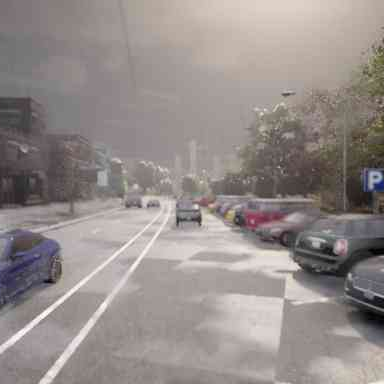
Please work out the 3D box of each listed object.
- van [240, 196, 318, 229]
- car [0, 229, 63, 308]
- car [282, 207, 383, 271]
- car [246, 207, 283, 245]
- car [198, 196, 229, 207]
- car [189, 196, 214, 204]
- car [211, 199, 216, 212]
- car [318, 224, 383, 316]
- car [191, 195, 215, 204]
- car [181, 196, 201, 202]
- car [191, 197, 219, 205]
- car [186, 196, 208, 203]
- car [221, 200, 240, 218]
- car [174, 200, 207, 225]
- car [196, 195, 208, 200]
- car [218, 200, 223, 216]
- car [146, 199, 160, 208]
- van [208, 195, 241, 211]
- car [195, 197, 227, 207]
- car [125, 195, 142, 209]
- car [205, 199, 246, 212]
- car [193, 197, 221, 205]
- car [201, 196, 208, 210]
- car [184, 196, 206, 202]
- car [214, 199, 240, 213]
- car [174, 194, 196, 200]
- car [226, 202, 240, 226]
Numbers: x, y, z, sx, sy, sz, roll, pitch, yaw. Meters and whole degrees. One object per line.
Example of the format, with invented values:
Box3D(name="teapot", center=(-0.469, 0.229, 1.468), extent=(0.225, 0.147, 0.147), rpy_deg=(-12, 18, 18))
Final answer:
Box3D(name="van", center=(5.233, 1.364, 18.458), extent=(4.442, 1.987, 1.878), rpy_deg=(1, -1, -21))
Box3D(name="car", center=(-4.290, 1.574, 7.066), extent=(1.812, 1.442, 4.674), rpy_deg=(0, 0, 0))
Box3D(name="car", center=(5.235, 1.422, 9.488), extent=(4.553, 1.767, 2.185), rpy_deg=(1, -1, -21))
Box3D(name="car", center=(5.182, 1.616, 15.437), extent=(4.674, 1.452, 2.002), rpy_deg=(1, 0, -21))
Box3D(name="car", center=(3.465, 1.556, 53.971), extent=(4.553, 1.767, 2.185), rpy_deg=(1, -1, -24))
Box3D(name="car", center=(2.046, 1.766, 71.743), extent=(5.008, 1.535, 2.097), rpy_deg=(1, 0, -26))
Box3D(name="car", center=(4.650, 1.666, 33.217), extent=(4.674, 1.452, 2.002), rpy_deg=(1, 0, -23))
Box3D(name="car", center=(5.293, 1.532, 6.524), extent=(4.892, 1.521, 2.231), rpy_deg=(1, 0, -20))
Box3D(name="car", center=(2.280, 1.624, 68.780), extent=(4.553, 1.767, 2.185), rpy_deg=(1, -1, -25))
Box3D(name="car", center=(-0.201, 1.894, 92.423), extent=(5.008, 1.535, 2.097), rpy_deg=(1, -1, -27))
Box3D(name="car", center=(2.564, 1.734, 65.829), extent=(5.008, 1.535, 2.097), rpy_deg=(1, -1, -25))
Box3D(name="car", center=(1.159, 1.820, 80.611), extent=(5.008, 1.535, 2.097), rpy_deg=(1, 0, -26))
Box3D(name="car", center=(5.145, 1.607, 24.419), extent=(5.366, 1.575, 1.946), rpy_deg=(1, 0, -22))
Box3D(name="car", center=(-0.283, 1.616, 24.899), extent=(2.128, 1.511, 4.902), rpy_deg=(0, 0, -2))
Box3D(name="car", center=(3.913, 1.410, 48.066), extent=(5.566, 2.045, 2.435), rpy_deg=(1, -1, -24))
Box3D(name="car", center=(4.867, 1.655, 27.319), extent=(4.674, 1.452, 2.002), rpy_deg=(1, 0, -22))
Box3D(name="car", center=(-5.902, 1.761, 51.320), extent=(1.994, 1.385, 4.181), rpy_deg=(0, 0, -4))
Box3D(name="van", center=(4.419, 1.404, 36.136), extent=(4.442, 1.987, 1.878), rpy_deg=(1, 0, -23))
Box3D(name="car", center=(3.291, 1.695, 56.939), extent=(4.892, 1.521, 2.231), rpy_deg=(1, 0, -24))
Box3D(name="car", center=(-8.584, 1.412, 49.287), extent=(2.150, 2.045, 5.566), rpy_deg=(0, 0, -4))
Box3D(name="car", center=(4.229, 1.684, 42.118), extent=(4.674, 1.452, 2.002), rpy_deg=(1, 0, -23))
Box3D(name="car", center=(2.791, 1.749, 62.853), extent=(4.792, 1.488, 2.163), rpy_deg=(1, 0, -25))
Box3D(name="car", center=(4.210, 1.632, 39.077), extent=(5.366, 1.575, 1.946), rpy_deg=(1, 0, -23))
Box3D(name="car", center=(0.823, 1.838, 83.570), extent=(5.008, 1.535, 2.097), rpy_deg=(1, -1, -26))
Box3D(name="car", center=(4.747, 1.661, 30.264), extent=(4.674, 1.452, 2.002), rpy_deg=(0, 0, -22))
Box3D(name="car", center=(-1.021, 1.514, 42.089), extent=(2.097, 1.767, 4.553), rpy_deg=(0, 0, -3))
Box3D(name="car", center=(5.047, 1.599, 21.381), extent=(5.008, 1.535, 2.097), rpy_deg=(1, 0, -22))
